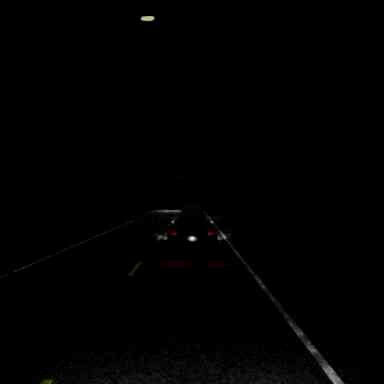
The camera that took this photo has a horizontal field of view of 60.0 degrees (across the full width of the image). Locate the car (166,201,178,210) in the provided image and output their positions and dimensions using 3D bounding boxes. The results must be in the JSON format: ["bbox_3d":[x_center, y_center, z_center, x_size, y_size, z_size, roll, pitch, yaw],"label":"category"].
[{"bbox_3d":[-3.468,2.300,56.950,1.812,1.442,4.674,0,-1,0],"label":"car"}]

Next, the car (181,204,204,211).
[{"bbox_3d":[0.026,1.826,29.474,1.882,1.535,5.008,0,-1,0],"label":"car"}]

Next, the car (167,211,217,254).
[{"bbox_3d":[0.015,1.714,14.273,1.994,1.385,4.181,0,-1,0],"label":"car"}]
